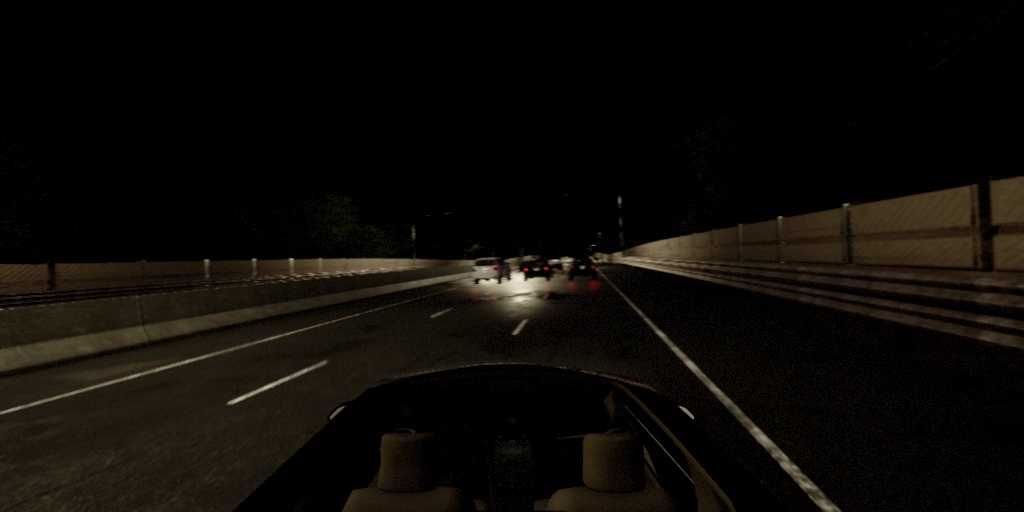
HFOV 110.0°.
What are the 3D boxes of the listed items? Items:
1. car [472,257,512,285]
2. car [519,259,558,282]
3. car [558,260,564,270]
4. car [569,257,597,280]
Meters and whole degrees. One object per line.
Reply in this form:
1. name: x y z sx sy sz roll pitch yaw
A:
1. car: -1.492 1.125 28.737 2.150 2.045 5.566 -3 0 12
2. car: 2.276 1.069 29.669 2.097 1.767 4.553 -3 0 12
3. car: 5.896 1.258 47.924 1.895 1.301 4.718 -3 -1 11
4. car: 5.665 0.894 28.793 2.097 1.767 4.553 -3 0 12
